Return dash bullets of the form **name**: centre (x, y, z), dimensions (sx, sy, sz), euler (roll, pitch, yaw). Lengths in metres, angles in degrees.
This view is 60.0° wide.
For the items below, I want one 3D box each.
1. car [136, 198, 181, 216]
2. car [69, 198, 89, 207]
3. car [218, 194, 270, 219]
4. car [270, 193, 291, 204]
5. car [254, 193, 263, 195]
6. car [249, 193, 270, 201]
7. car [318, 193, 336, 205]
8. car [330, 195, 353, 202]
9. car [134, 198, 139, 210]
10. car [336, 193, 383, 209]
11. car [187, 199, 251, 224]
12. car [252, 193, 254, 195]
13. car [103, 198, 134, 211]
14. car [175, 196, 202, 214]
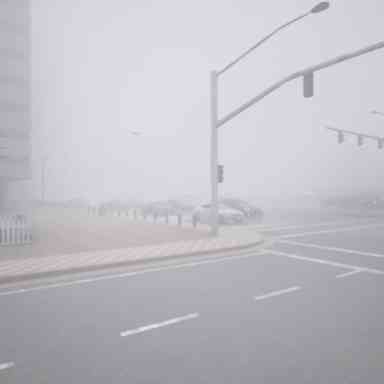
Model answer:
- **car**: centre (-3.252, 1.544, 31.778), dimensions (1.994, 1.385, 4.181), euler (0, 0, -36)
- **car**: centre (-17.627, 1.583, 51.958), dimensions (1.895, 1.301, 4.718), euler (0, 0, -35)
- **car**: centre (3.852, 1.327, 27.881), dimensions (2.097, 1.767, 4.553), euler (0, 0, -36)
- **car**: centre (15.149, 1.335, 58.124), dimensions (1.970, 1.475, 3.806), euler (0, 0, -36)
- **car**: centre (13.445, 1.292, 75.450), dimensions (1.784, 1.438, 3.905), euler (0, 0, -36)
- **car**: centre (15.602, 1.078, 77.048), dimensions (1.932, 1.855, 4.605), euler (0, 0, -36)
- **car**: centre (28.860, 1.069, 68.000), dimensions (1.932, 1.855, 4.605), euler (0, 0, -36)
- **car**: centre (31.257, 1.275, 69.628), dimensions (1.784, 1.438, 3.905), euler (0, 0, -36)
- **car**: centre (-7.196, 1.502, 43.293), dimensions (1.812, 1.442, 4.674), euler (0, 0, -35)
- **car**: centre (20.688, 1.099, 40.692), dimensions (1.932, 1.855, 4.605), euler (0, 0, -36)
- **car**: centre (1.871, 1.505, 24.676), dimensions (1.812, 1.442, 4.674), euler (0, 0, -34)
- **car**: centre (11.087, 1.328, 73.772), dimensions (1.970, 1.475, 3.806), euler (0, 0, -36)
- **car**: centre (-9.085, 1.545, 39.913), dimensions (1.994, 1.385, 4.181), euler (0, 0, -36)
- **car**: centre (-1.473, 1.453, 35.303), dimensions (1.882, 1.535, 5.008), euler (0, 0, -36)
